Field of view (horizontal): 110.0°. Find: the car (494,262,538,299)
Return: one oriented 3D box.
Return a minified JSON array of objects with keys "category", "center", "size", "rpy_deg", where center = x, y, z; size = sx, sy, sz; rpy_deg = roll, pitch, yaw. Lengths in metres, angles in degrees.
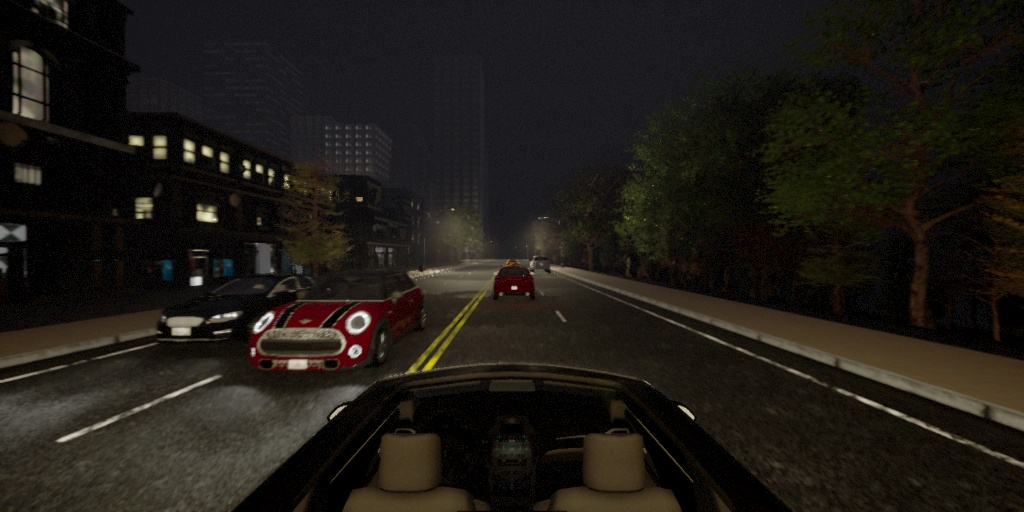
[{"category":"car","center":[0.099,1.234,18.114],"size":[1.882,1.535,5.008],"rpy_deg":[0,0,0]}]

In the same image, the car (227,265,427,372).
[{"category":"car","center":[-3.349,1.105,7.858],"size":[2.097,1.767,4.553],"rpy_deg":[0,0,0]}]

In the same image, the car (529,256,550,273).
[{"category":"car","center":[3.352,0.983,43.514],"size":[2.150,2.045,5.566],"rpy_deg":[0,0,0]}]

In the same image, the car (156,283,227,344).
[{"category":"car","center":[-6.599,1.246,9.608],"size":[2.128,1.511,4.902],"rpy_deg":[0,0,0]}]

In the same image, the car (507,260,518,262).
[{"category":"car","center":[0.101,1.240,48.683],"size":[1.882,1.535,5.008],"rpy_deg":[0,0,0]}]
